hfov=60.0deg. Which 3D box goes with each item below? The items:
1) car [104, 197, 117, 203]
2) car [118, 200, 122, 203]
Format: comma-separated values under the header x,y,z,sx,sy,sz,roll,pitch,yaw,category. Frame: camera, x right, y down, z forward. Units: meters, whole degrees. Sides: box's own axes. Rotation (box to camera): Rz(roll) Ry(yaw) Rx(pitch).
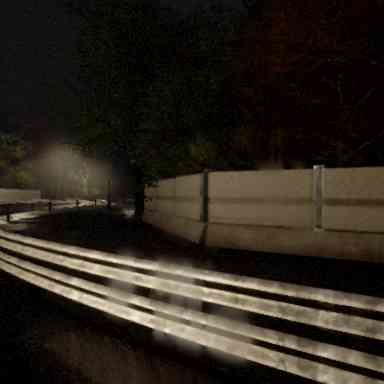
x,y,z,sx,sy,sz,roll,pitch,yaw,category
-19.347,1.914,77.196,1.882,1.535,5.008,0,-1,-2,car
-19.700,2.223,87.501,1.812,1.442,4.674,0,-1,-2,car
